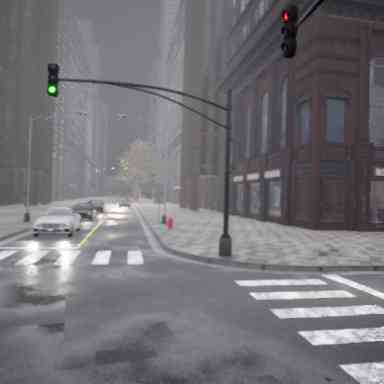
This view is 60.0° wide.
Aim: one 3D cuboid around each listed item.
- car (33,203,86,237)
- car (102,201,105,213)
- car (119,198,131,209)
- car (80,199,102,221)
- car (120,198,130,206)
[{"bbox_3d":[-7.134,1.518,18.007,1.812,1.442,4.674,2,-1,-11],"label":"car"},{"bbox_3d":[-11.113,1.593,38.465,1.882,1.535,5.008,2,-1,-11],"label":"car"},{"bbox_3d":[-10.693,1.853,52.888,2.033,1.411,5.357,2,-1,-11],"label":"car"},{"bbox_3d":[-9.129,1.598,28.224,2.033,1.411,5.357,2,-1,-11],"label":"car"},{"bbox_3d":[-12.663,1.899,63.049,1.812,1.442,4.674,2,-1,-11],"label":"car"}]
